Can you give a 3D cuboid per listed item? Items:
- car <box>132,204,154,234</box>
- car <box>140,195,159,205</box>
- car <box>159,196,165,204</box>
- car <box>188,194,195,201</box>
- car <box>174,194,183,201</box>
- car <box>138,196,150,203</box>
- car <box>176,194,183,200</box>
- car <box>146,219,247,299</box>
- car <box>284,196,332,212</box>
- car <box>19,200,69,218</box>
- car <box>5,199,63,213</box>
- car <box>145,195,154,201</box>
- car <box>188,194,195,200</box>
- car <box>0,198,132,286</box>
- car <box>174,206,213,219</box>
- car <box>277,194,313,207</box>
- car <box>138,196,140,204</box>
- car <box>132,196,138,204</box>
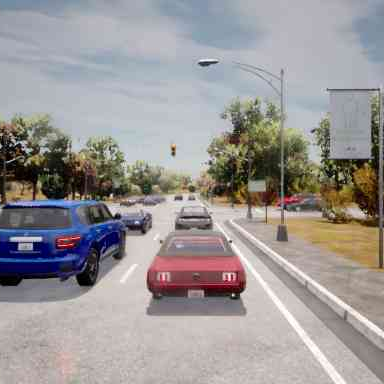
[{"bbox_3d":[-3.409,1.601,19.285,1.895,1.301,4.718,0,0,0],"label":"car"},{"bbox_3d":[-7.108,1.525,56.158,1.812,1.442,4.674,0,0,0],"label":"car"},{"bbox_3d":[-7.062,1.477,65.488,1.882,1.535,5.008,0,0,1],"label":"car"},{"bbox_3d":[-0.039,1.533,85.115,2.033,1.411,5.357,0,0,0],"label":"car"},{"bbox_3d":[-3.539,1.493,85.114,1.837,1.490,4.892,0,0,0],"label":"car"},{"bbox_3d":[-10.533,1.552,72.549,1.994,1.385,4.181,0,0,0],"label":"car"},{"bbox_3d":[-3.544,1.382,95.533,1.837,1.490,4.892,0,0,0],"label":"car"},{"bbox_3d":[0.099,1.601,8.378,1.895,1.301,4.718,0,0,0],"label":"car"},{"bbox_3d":[13.378,1.505,37.899,4.892,1.490,1.837,0,0,3],"label":"car"},{"bbox_3d":[-13.561,1.525,30.394,4.674,1.442,1.812,0,-1,30],"label":"car"},{"bbox_3d":[-17.149,1.547,36.278,5.357,1.411,2.033,0,0,-1],"label":"car"},{"bbox_3d":[-10.538,1.523,82.577,1.812,1.442,4.674,0,0,0],"label":"car"},{"bbox_3d":[-0.044,1.360,95.534,1.882,1.535,5.008,0,0,0],"label":"car"},{"bbox_3d":[-3.409,1.221,9.531,2.150,2.045,5.566,0,0,0],"label":"car"},{"bbox_3d":[0.092,1.491,17.649,2.128,1.511,4.902,0,0,0],"label":"car"},{"bbox_3d":[13.424,1.221,41.416,5.566,2.045,2.150,0,0,3],"label":"car"},{"bbox_3d":[-10.576,1.525,63.825,1.812,1.442,4.674,0,0,0],"label":"car"},{"bbox_3d":[-10.612,1.601,54.790,1.895,1.301,4.718,0,0,0],"label":"car"}]
